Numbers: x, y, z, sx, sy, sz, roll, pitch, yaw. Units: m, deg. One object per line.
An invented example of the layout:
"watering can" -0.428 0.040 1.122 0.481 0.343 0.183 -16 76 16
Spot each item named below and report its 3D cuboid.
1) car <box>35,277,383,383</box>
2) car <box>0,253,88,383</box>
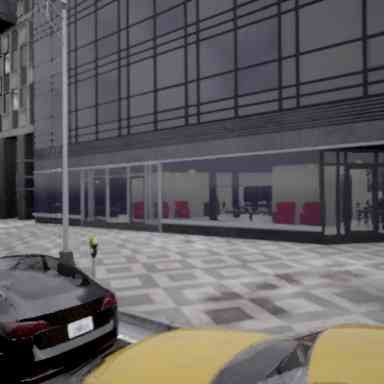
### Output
"car" 1.176 1.528 2.123 4.829 1.417 1.752 -1 0 35
"car" -2.992 1.643 5.095 4.313 1.339 1.947 -1 0 35
